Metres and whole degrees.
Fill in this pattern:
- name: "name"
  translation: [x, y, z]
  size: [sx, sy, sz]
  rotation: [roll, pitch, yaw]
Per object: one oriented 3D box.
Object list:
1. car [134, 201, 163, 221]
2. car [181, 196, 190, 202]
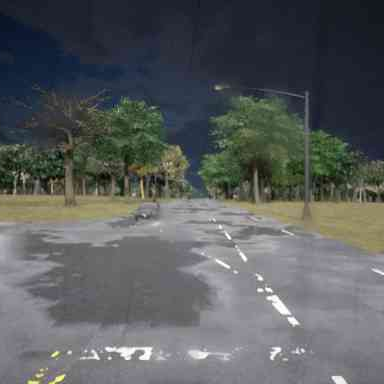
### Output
- name: "car"
  translation: [-3.436, 1.528, 26.914]
  size: [1.837, 1.490, 4.892]
  rotation: [0, 0, 0]
- name: "car"
  translation: [-1.807, 1.795, 89.032]
  size: [2.128, 1.511, 4.902]
  rotation: [0, 0, 7]
